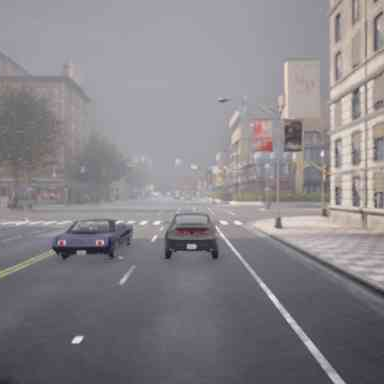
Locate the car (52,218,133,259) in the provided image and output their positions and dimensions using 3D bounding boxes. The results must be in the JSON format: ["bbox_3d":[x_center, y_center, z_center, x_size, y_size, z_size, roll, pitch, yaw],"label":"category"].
[{"bbox_3d":[-3.514,1.648,12.784,1.895,1.301,4.718,0,0,0],"label":"car"}]

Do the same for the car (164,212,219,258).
[{"bbox_3d":[-0.016,1.547,12.911,1.837,1.490,4.892,0,-2,0],"label":"car"}]
